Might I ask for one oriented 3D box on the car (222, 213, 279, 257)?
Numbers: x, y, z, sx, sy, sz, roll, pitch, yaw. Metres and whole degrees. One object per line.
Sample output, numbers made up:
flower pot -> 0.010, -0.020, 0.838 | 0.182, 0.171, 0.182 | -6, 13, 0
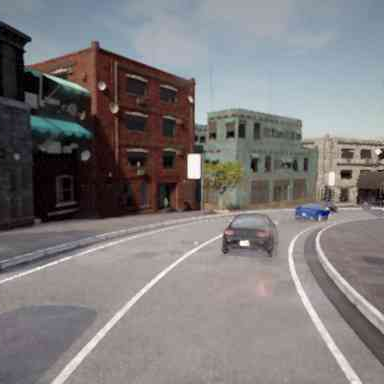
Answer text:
car -> 2.414, 1.562, 13.280 | 1.812, 1.442, 4.674 | 2, 0, 17

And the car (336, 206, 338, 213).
car -> 15.284, 1.752, 38.984 | 4.181, 1.385, 1.994 | 1, 3, -39

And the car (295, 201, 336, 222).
car -> 10.636, 1.711, 29.017 | 1.882, 1.535, 5.008 | 4, 1, 37
